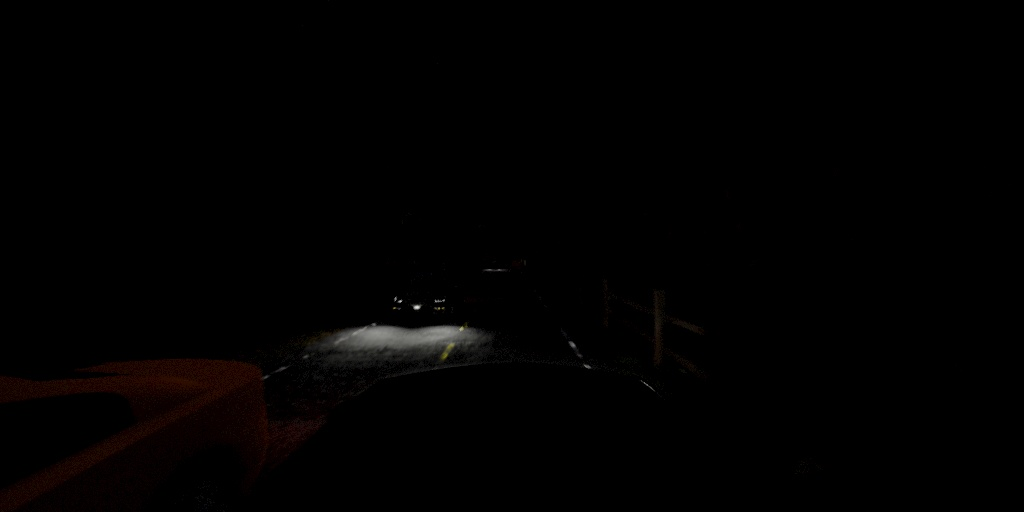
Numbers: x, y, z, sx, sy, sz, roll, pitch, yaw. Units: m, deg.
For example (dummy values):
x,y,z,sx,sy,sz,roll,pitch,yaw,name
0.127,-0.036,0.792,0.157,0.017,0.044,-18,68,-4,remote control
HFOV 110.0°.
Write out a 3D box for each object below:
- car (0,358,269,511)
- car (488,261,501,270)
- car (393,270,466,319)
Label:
x,y,z,sx,sy,sz,roll,pitch,yaw,name
-2.853,1.223,0.732,1.882,1.535,5.008,0,0,0,car
-2.798,1.488,59.867,1.812,1.442,4.674,0,0,1,car
-2.841,1.309,13.175,1.837,1.490,4.892,0,0,0,car
